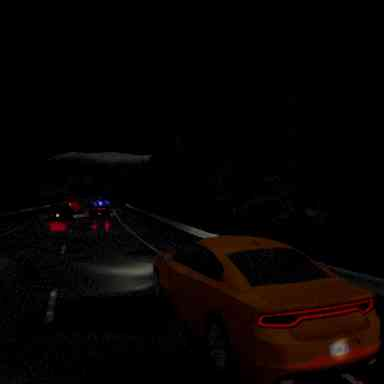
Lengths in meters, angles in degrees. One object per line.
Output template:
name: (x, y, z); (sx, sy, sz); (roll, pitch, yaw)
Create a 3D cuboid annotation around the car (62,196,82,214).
car: (-14.792, 1.558, 40.785); (2.150, 2.045, 5.566); (0, 0, -15)

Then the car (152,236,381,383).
car: (0.670, 1.505, 5.798); (1.882, 1.535, 5.008); (0, 0, -21)

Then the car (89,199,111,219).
car: (-8.801, 1.733, 31.767); (2.128, 1.511, 4.902); (0, 0, -15)

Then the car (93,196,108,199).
car: (-11.532, 1.541, 41.935); (2.150, 2.045, 5.566); (0, 0, -14)

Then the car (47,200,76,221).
car: (-12.065, 1.764, 30.603); (1.837, 1.490, 4.892); (0, 0, -15)
